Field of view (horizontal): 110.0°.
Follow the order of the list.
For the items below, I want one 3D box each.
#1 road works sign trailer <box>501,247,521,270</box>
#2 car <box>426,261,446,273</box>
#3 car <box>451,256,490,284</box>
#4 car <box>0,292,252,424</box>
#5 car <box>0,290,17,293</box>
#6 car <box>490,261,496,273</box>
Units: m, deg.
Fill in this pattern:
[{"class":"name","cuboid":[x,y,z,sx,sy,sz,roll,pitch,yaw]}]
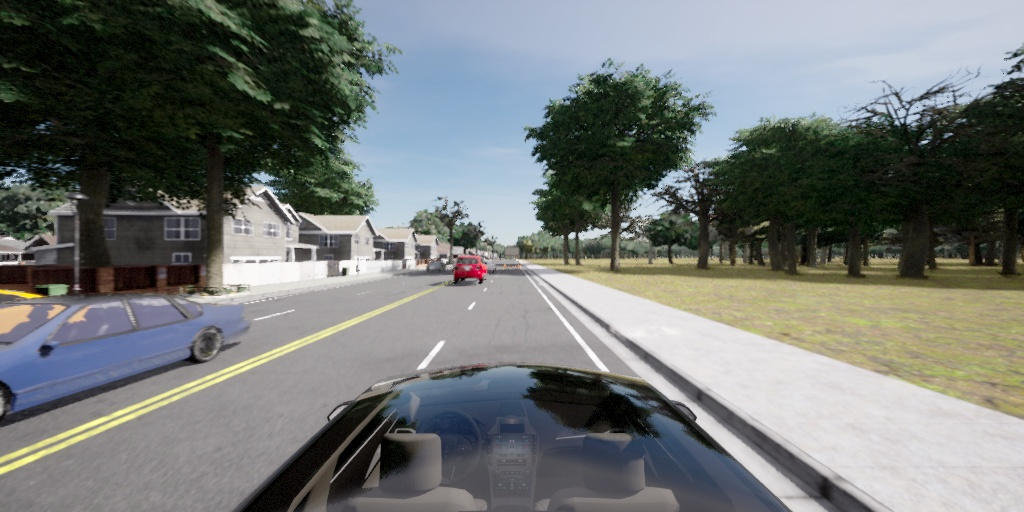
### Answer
[{"class":"road works sign trailer","cuboid":[-0.008,0.343,54.797,2.380,3.560,2.880,0,0,0]},{"class":"car","cuboid":[-9.839,1.346,46.512,2.128,1.511,4.902,0,0,0]},{"class":"car","cuboid":[-3.154,1.033,27.947,2.150,2.045,5.566,0,0,0]},{"class":"car","cuboid":[-6.600,1.306,5.416,2.033,1.411,5.357,0,0,0]},{"class":"car","cuboid":[-9.852,1.236,5.489,1.882,1.535,5.008,0,0,0]},{"class":"car","cuboid":[-3.155,1.383,46.925,1.812,1.442,4.674,0,0,0]}]
